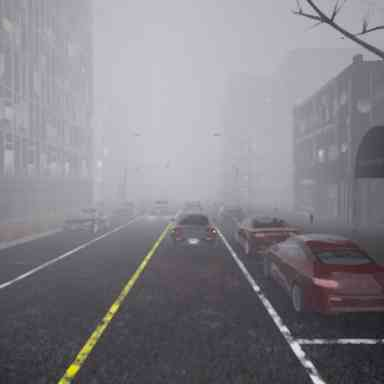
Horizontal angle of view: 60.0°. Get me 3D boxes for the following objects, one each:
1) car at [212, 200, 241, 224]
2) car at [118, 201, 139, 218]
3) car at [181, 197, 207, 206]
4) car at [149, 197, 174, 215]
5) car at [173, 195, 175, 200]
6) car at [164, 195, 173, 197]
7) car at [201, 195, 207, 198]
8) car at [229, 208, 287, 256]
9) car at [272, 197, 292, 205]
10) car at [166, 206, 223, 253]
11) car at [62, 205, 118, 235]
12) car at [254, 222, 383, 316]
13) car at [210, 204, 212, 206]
[{"bbox_3d":[2.808,1.530,24.166,2.008,1.369,4.403,-1,0,0],"label":"car"},{"bbox_3d":[-5.831,1.520,29.868,1.887,1.381,4.507,-1,0,0],"label":"car"},{"bbox_3d":[0.070,1.467,28.673,2.128,1.511,4.902,0,0,0],"label":"car"},{"bbox_3d":[-3.073,1.498,33.358,1.812,1.442,4.674,0,0,0],"label":"car"},{"bbox_3d":[-5.701,1.508,79.064,1.947,1.339,4.313,-1,0,0],"label":"car"},{"bbox_3d":[-5.701,1.471,73.240,1.752,1.417,4.829,-1,0,0],"label":"car"},{"bbox_3d":[2.679,1.493,79.064,2.008,1.369,4.403,-1,0,0],"label":"car"},{"bbox_3d":[2.747,1.534,12.877,1.887,1.381,4.507,-1,0,0],"label":"car"},{"bbox_3d":[16.315,1.586,58.588,4.403,1.369,2.008,0,1,1],"label":"car"},{"bbox_3d":[0.066,1.515,13.624,1.812,1.442,4.674,0,0,0],"label":"car"},{"bbox_3d":[-5.805,1.535,18.578,2.008,1.369,4.403,-1,0,0],"label":"car"},{"bbox_3d":[2.713,1.576,7.233,1.802,1.307,4.206,-1,0,0],"label":"car"},{"bbox_3d":[2.808,1.496,35.624,1.752,1.417,4.829,-1,0,0],"label":"car"}]
